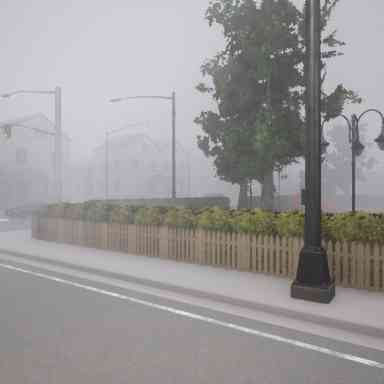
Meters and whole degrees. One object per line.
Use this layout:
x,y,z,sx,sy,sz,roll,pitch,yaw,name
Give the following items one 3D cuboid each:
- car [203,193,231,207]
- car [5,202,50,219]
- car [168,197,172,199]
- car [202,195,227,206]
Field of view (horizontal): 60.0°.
3.548,1.221,48.156,2.150,2.045,5.566,0,0,35,car
-14.016,1.564,29.263,1.994,1.385,4.181,0,0,35,car
-3.272,1.478,44.660,1.882,1.535,5.008,0,0,35,car
3.721,1.351,54.605,2.097,1.767,4.553,0,0,35,car
